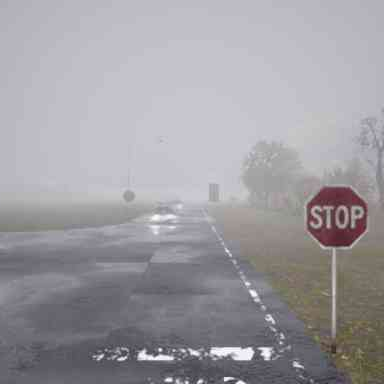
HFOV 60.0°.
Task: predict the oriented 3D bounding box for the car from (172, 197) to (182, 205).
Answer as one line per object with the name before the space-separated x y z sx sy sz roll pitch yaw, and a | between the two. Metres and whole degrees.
car | -2.853 1.560 59.789 1.895 1.301 4.718 0 0 0

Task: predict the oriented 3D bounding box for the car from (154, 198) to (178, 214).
car | -2.810 1.589 34.869 1.895 1.301 4.718 0 0 0
